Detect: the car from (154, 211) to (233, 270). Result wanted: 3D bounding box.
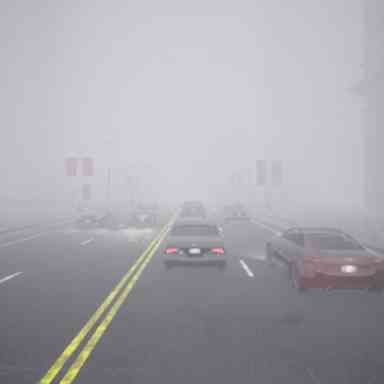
[{"bbox_3d":[0.086,1.588,11.153,2.033,1.411,5.357,0,0,0],"label":"car"}]

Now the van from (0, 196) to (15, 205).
[{"bbox_3d":[-34.922,1.548,61.079,3.998,1.788,1.690,0,0,0],"label":"van"}]

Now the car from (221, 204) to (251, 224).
[{"bbox_3d":[3.335,1.639,25.957,2.033,1.411,5.357,0,0,0],"label":"car"}]

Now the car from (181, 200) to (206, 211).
[{"bbox_3d":[0.091,1.455,29.219,2.097,1.767,4.553,0,0,0],"label":"car"}]

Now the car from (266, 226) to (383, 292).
[{"bbox_3d":[3.322,1.597,9.016,1.994,1.385,4.181,0,0,0],"label":"car"}]

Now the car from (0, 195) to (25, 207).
[{"bbox_3d":[-29.240,1.470,52.556,5.009,1.841,2.192,0,0,0],"label":"car"}]

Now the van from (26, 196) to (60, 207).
[{"bbox_3d":[-23.562,1.500,52.557,3.998,1.788,1.690,0,0,0],"label":"van"}]

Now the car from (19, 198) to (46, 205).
[{"bbox_3d":[-29.244,1.792,61.079,4.206,1.307,1.802,0,0,0],"label":"car"}]

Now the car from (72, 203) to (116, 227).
[{"bbox_3d":[-6.597,1.608,23.402,1.812,1.442,4.674,0,0,0],"label":"car"}]

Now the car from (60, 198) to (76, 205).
[{"bbox_3d":[-23.566,1.765,61.080,4.403,1.369,2.008,0,0,0],"label":"car"}]

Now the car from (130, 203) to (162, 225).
[{"bbox_3d":[-3.346,1.581,24.919,2.128,1.511,4.902,0,0,0],"label":"car"}]
